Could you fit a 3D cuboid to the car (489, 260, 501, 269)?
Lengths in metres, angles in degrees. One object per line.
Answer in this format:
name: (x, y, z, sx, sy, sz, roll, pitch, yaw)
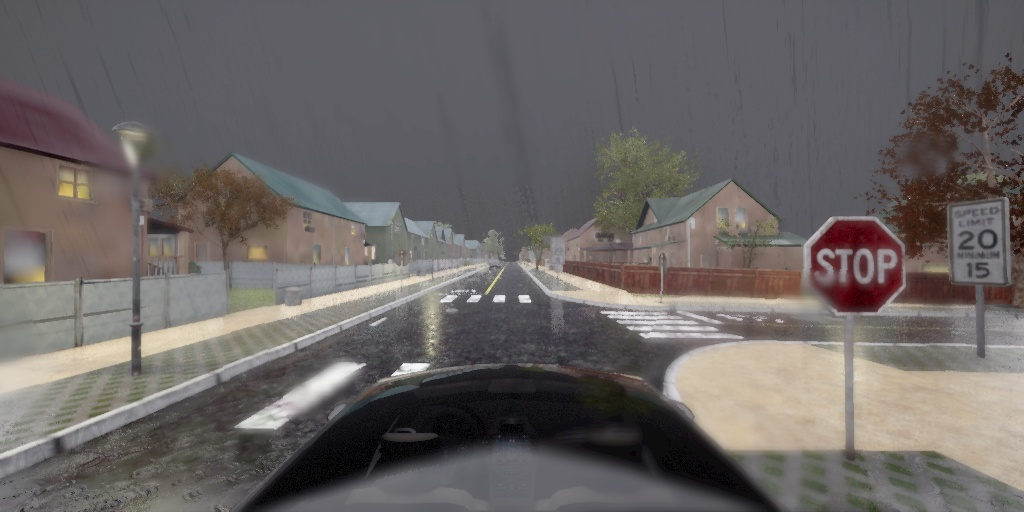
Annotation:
car: (-2.750, 1.421, 59.111, 1.837, 1.490, 4.892, 0, 0, 0)
